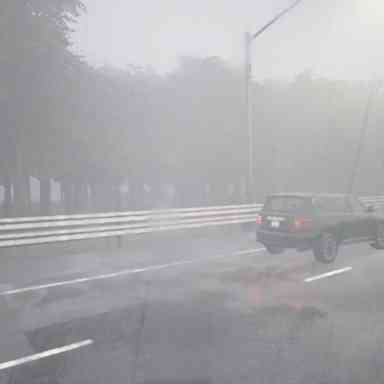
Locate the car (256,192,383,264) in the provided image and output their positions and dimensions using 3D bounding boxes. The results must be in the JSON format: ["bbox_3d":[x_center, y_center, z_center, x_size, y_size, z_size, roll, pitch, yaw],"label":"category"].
[{"bbox_3d":[4.617,1.031,11.409,5.566,2.045,2.150,0,0,-36],"label":"car"}]
